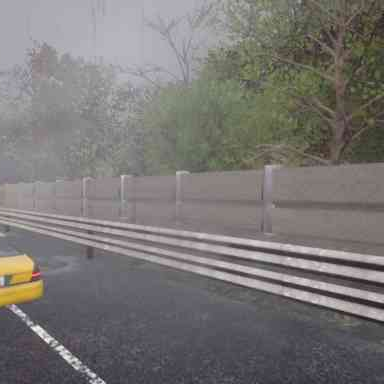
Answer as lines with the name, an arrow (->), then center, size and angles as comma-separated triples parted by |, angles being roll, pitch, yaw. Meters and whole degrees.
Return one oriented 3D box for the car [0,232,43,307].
car -> -4.982, 1.457, 7.308 | 1.801, 1.575, 5.366 | 0, 0, -43
